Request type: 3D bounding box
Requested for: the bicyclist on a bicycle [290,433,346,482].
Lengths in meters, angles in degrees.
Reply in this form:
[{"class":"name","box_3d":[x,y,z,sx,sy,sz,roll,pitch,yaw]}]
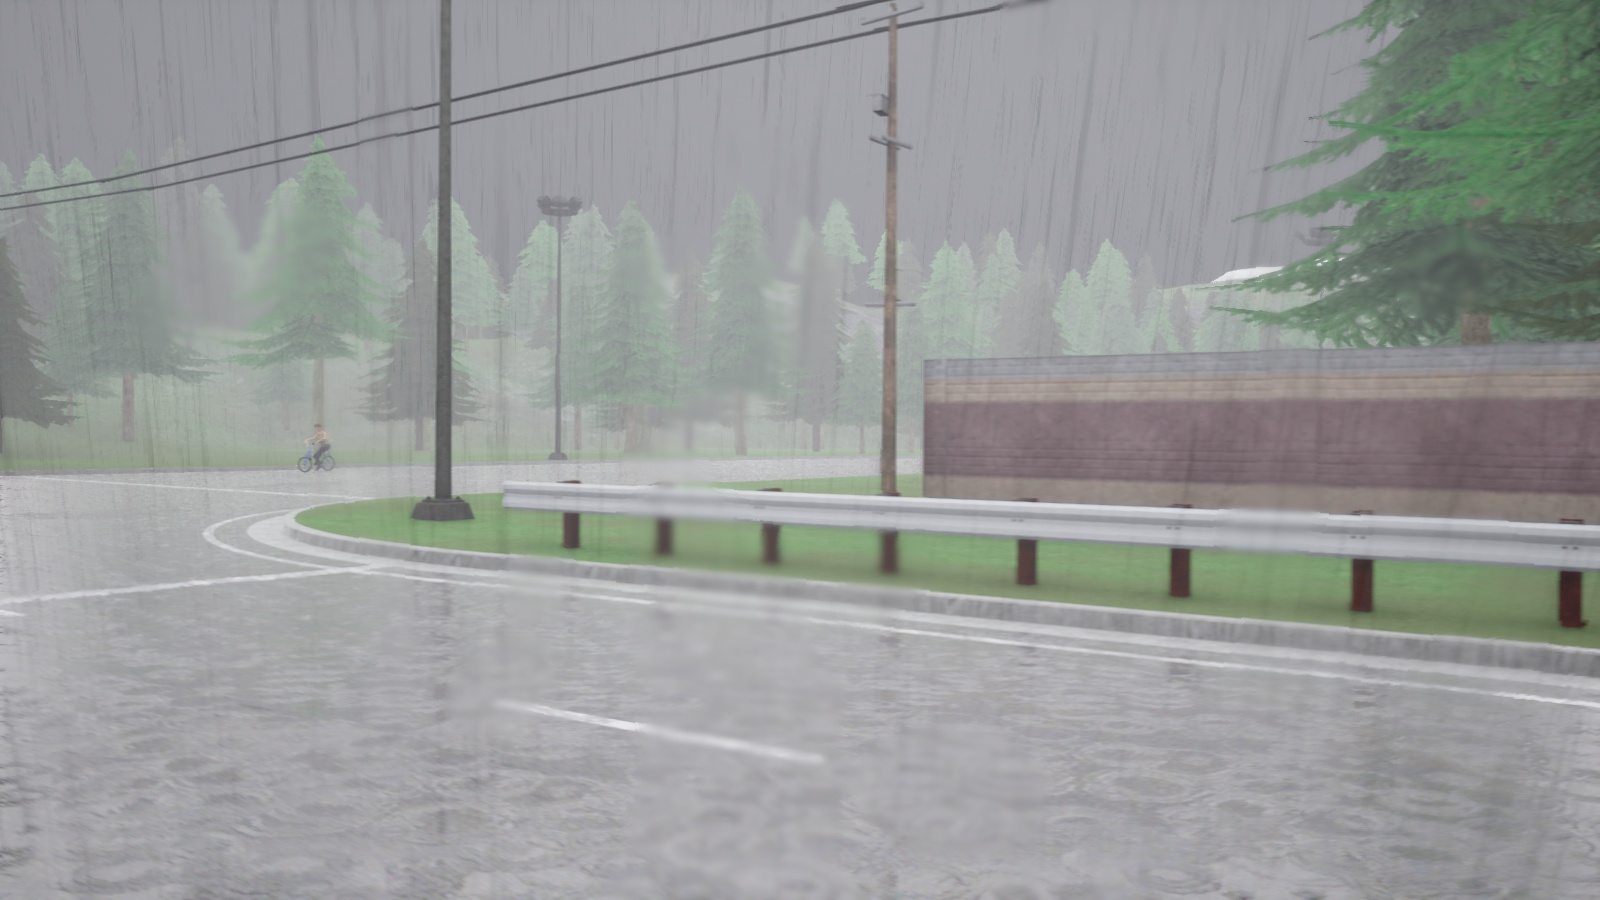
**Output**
[{"class":"bicyclist on a bicycle","box_3d":[-16.161,0.239,42.134,0.866,1.612,1.509,0,1,34]}]
